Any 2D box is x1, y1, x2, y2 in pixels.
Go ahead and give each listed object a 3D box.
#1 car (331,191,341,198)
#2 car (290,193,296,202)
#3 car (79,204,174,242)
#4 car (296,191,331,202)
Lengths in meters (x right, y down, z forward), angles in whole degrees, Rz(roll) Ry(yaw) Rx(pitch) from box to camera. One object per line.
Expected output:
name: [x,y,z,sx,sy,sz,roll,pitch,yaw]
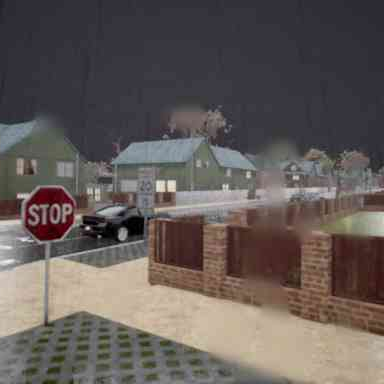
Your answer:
car: [20.361,0.620,48.460,1.812,1.442,4.674,2,2,35]
car: [15.229,0.651,45.959,2.033,1.411,5.357,2,2,35]
car: [-2.825,1.291,15.616,1.882,1.535,5.008,2,2,35]
car: [14.873,0.816,40.595,2.033,1.411,5.357,2,2,35]
